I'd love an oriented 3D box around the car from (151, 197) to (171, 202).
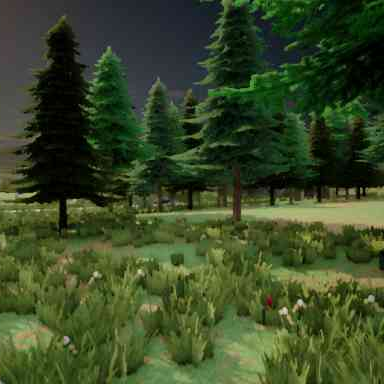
[{"bbox_3d":[-5.779,1.700,61.856,1.837,1.490,4.892,0,0,35],"label":"car"}]
